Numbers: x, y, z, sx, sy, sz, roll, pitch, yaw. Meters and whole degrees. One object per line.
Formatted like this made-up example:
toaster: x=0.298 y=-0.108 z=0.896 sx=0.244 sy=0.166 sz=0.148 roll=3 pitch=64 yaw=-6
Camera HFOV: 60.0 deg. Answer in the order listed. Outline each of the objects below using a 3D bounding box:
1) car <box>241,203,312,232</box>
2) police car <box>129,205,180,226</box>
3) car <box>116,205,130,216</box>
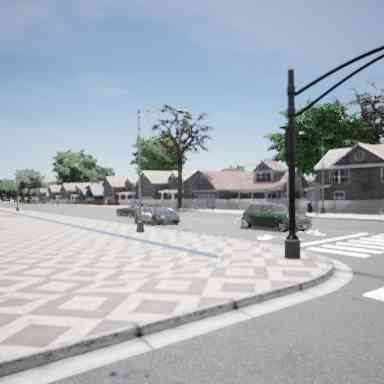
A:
car: x=5.269 y=1.486 z=21.128 sx=2.097 sy=1.767 sz=4.553 roll=-1 pitch=-1 yaw=-36
police car: x=-2.839 y=1.867 z=26.971 sx=2.038 sy=1.542 sz=4.974 roll=-1 pitch=0 yaw=-36
car: x=-6.960 y=2.136 z=38.070 sx=1.895 sy=1.301 sz=4.718 roll=-1 pitch=-1 yaw=-36
